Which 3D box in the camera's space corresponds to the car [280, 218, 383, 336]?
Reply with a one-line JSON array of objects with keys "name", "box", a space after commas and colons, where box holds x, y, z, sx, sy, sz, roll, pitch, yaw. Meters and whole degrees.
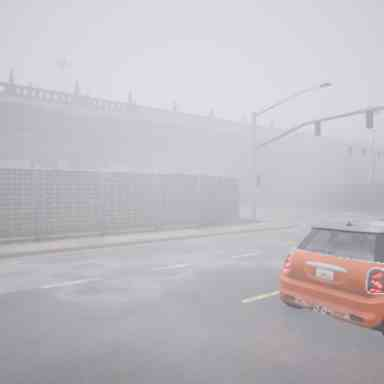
[{"name": "car", "box": [3.874, 1.332, 6.573, 4.553, 1.767, 2.097, 0, 0, -35]}]
